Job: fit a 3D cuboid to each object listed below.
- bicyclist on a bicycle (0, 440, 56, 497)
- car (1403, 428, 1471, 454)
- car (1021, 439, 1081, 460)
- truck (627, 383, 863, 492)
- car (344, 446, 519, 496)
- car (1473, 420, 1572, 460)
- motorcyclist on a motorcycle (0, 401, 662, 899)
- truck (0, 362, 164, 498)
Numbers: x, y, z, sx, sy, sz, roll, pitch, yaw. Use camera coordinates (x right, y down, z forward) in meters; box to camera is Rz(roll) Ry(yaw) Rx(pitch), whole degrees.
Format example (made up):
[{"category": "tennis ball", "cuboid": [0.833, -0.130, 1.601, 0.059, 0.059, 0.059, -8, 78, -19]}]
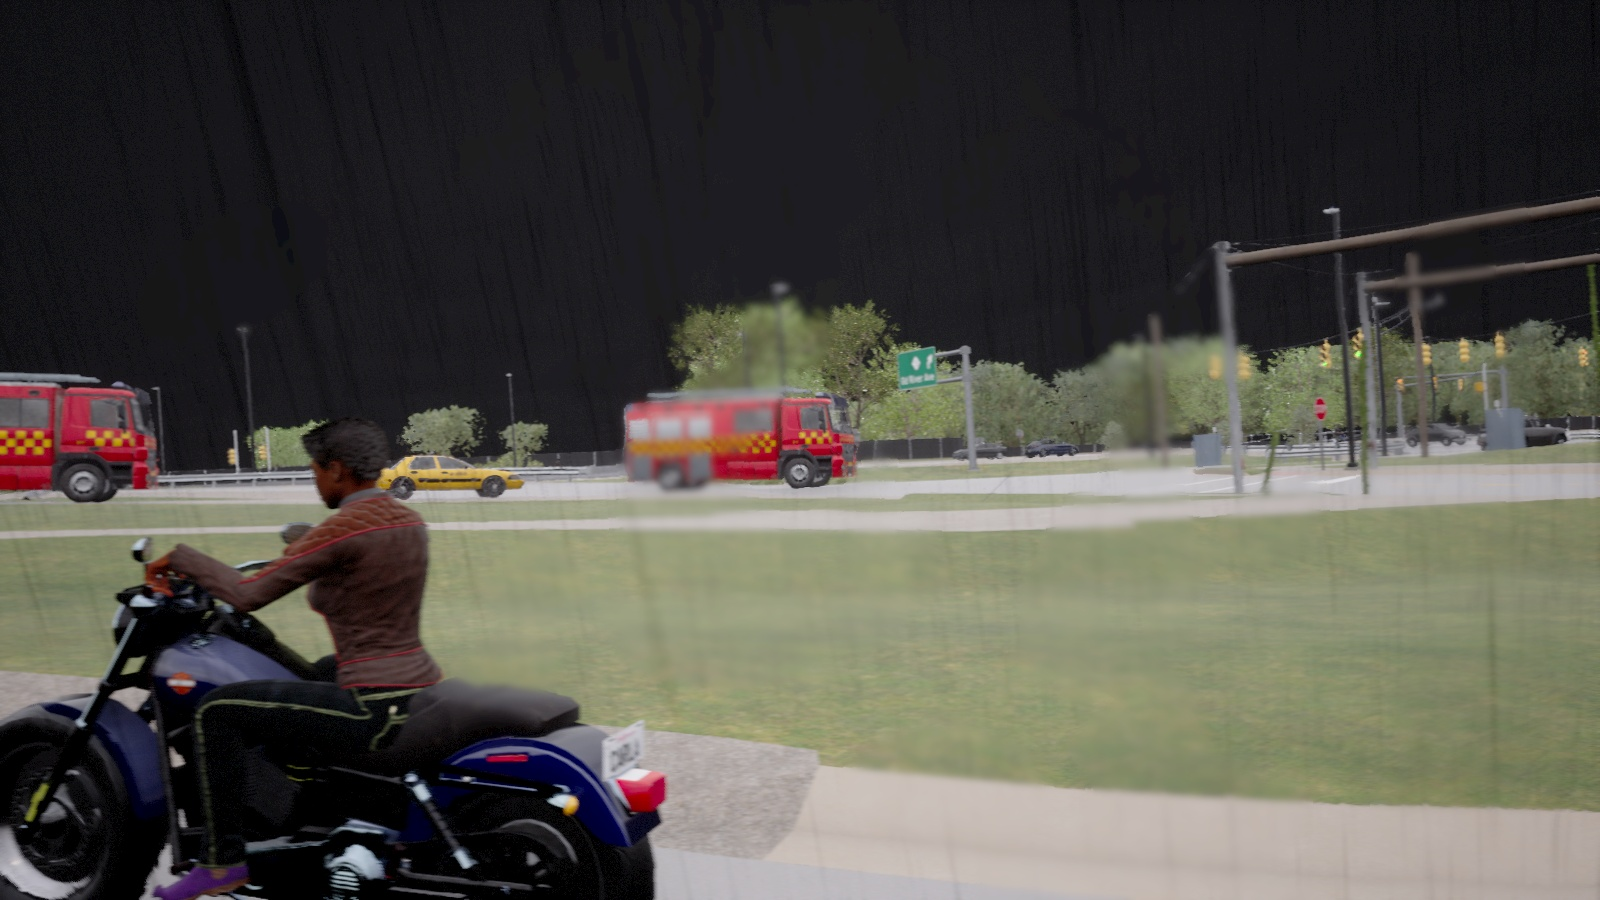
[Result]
[{"category": "bicyclist on a bicycle", "cuboid": [-24.782, 0.600, 39.921, 1.843, 1.776, 0.659, 1, -2, -24]}, {"category": "car", "cuboid": [42.938, -0.604, 84.699, 1.789, 1.549, 3.705, -3, 0, -28]}, {"category": "car", "cuboid": [19.390, -0.020, 96.930, 4.193, 1.474, 1.816, -2, -1, -25]}, {"category": "truck", "cuboid": [-2.079, -0.401, 48.032, 8.468, 3.827, 2.891, -2, -1, 15]}, {"category": "car", "cuboid": [-12.217, 0.706, 41.705, 5.366, 1.575, 1.801, 0, -2, -24]}, {"category": "car", "cuboid": [35.981, -0.481, 62.566, 4.605, 1.855, 1.932, -1, -1, -25]}, {"category": "motorcyclist on a motorcycle", "cuboid": [-1.663, 0.697, 3.719, 2.350, 1.649, 0.766, 1, 1, 16]}, {"category": "truck", "cuboid": [-23.511, -0.543, 36.653, 8.468, 3.827, 2.891, 1, -2, -20]}]
